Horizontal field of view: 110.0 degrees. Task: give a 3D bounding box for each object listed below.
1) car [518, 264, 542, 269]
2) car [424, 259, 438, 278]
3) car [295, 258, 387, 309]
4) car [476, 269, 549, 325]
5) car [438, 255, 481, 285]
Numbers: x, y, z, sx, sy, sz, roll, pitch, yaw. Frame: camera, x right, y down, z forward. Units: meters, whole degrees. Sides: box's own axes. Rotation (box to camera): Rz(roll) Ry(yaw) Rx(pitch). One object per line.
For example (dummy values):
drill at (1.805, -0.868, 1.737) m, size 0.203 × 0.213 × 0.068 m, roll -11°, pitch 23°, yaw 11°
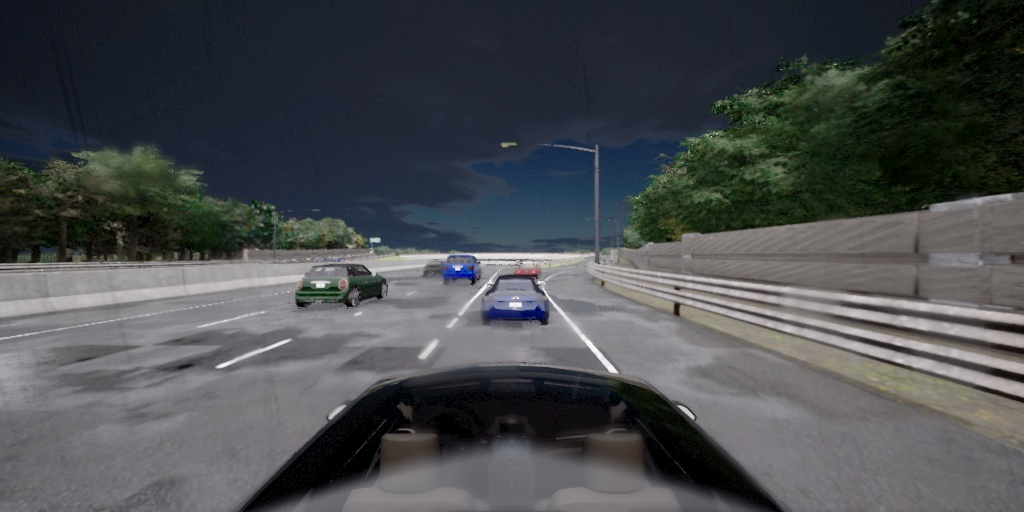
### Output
car at (1.520, 1.300, 30.746) m, size 1.895 × 1.301 × 4.718 m, roll 0°, pitch 0°, yaw 9°
car at (-6.906, 1.207, 33.525) m, size 1.837 × 1.490 × 4.892 m, roll 0°, pitch 0°, yaw 0°
car at (-6.904, 1.081, 15.049) m, size 2.097 × 1.767 × 4.553 m, roll 0°, pitch 0°, yaw 0°
car at (0.108, 1.298, 11.802) m, size 1.994 × 1.385 × 4.181 m, roll 0°, pitch 0°, yaw 0°
car at (-3.505, 0.935, 25.842) m, size 2.150 × 2.045 × 5.566 m, roll 0°, pitch 0°, yaw 0°
